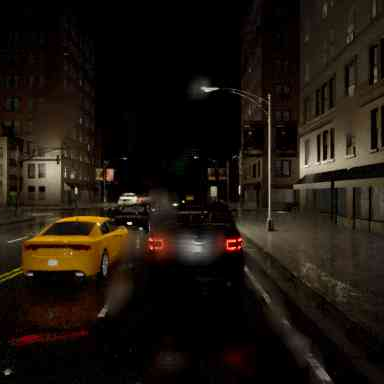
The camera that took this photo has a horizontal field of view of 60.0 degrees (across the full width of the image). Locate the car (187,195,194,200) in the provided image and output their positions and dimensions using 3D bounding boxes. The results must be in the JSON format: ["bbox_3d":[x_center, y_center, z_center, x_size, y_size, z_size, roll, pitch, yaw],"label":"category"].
[{"bbox_3d":[-0.510,1.442,91.484,1.895,1.301,4.718,0,0,0],"label":"car"}]

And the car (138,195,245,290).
[{"bbox_3d":[0.051,1.221,9.210,2.150,2.045,5.566,0,0,0],"label":"car"}]

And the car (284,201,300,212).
[{"bbox_3d":[12.569,1.600,37.742,4.181,1.385,1.994,0,0,0],"label":"car"}]

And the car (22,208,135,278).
[{"bbox_3d":[-3.205,1.478,10.124,1.882,1.535,5.008,0,0,0],"label":"car"}]

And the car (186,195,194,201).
[{"bbox_3d":[-0.451,1.457,81.034,1.882,1.535,5.008,0,0,0],"label":"car"}]

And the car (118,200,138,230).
[{"bbox_3d":[-3.258,1.477,19.787,1.882,1.535,5.008,0,0,0],"label":"car"}]

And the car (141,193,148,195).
[{"bbox_3d":[-10.155,1.342,62.300,2.097,1.767,4.553,0,0,0],"label":"car"}]

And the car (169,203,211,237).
[{"bbox_3d":[-0.103,1.491,19.077,2.128,1.511,4.902,0,0,0],"label":"car"}]

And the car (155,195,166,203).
[{"bbox_3d":[-6.905,1.463,72.787,1.882,1.535,5.008,0,0,0],"label":"car"}]

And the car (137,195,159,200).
[{"bbox_3d":[-6.885,1.541,52.337,2.033,1.411,5.357,0,0,-1],"label":"car"}]

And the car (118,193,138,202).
[{"bbox_3d":[-10.144,1.215,52.738,2.150,2.045,5.566,0,0,-1],"label":"car"}]

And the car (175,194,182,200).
[{"bbox_3d":[-3.760,1.347,91.436,1.837,1.490,4.892,0,0,0],"label":"car"}]

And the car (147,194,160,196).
[{"bbox_3d":[-6.906,1.537,62.413,2.033,1.411,5.357,0,0,0],"label":"car"}]
